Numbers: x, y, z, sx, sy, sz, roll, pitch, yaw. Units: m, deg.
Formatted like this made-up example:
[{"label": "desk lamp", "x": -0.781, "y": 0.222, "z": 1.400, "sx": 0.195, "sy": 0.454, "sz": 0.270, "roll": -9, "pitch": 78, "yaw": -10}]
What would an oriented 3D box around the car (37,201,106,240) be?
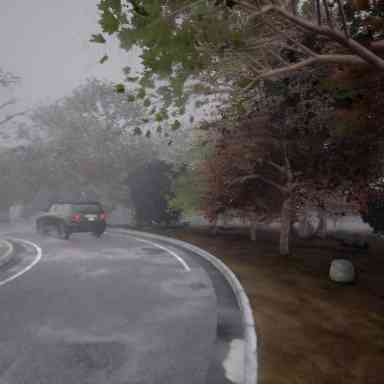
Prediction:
[{"label": "car", "x": -7.093, "y": 1.543, "z": 19.363, "sx": 2.150, "sy": 2.045, "sz": 5.566, "roll": 2, "pitch": -2, "yaw": -43}]
